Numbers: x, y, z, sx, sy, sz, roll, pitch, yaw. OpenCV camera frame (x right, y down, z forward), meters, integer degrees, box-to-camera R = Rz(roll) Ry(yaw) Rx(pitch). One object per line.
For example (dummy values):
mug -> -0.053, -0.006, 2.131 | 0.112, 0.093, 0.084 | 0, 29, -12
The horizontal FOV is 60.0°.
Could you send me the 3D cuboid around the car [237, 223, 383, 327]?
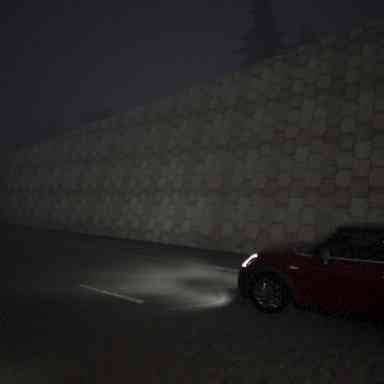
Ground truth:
car -> 3.116, 1.349, 6.069 | 4.553, 1.767, 2.097 | 0, 0, 36
